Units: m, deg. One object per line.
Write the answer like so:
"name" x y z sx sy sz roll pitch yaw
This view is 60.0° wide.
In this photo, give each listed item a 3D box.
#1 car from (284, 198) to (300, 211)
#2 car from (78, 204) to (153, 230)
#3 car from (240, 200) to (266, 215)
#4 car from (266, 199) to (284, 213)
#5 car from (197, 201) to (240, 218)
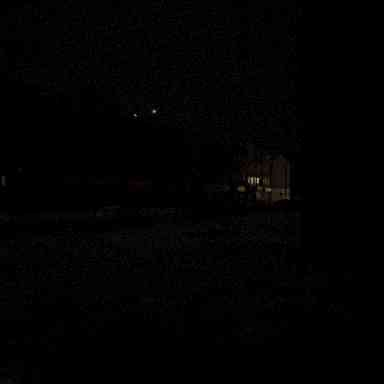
"car" 11.852 1.630 42.501 1.887 1.381 4.507 0 -1 35
"car" -4.334 1.395 19.705 1.752 1.417 4.829 0 0 35
"car" 5.338 1.539 33.328 2.008 1.369 4.403 0 -1 35
"car" 8.595 1.617 37.914 1.802 1.307 4.206 0 -1 35
"car" 2.081 1.511 28.741 1.947 1.339 4.313 0 0 35
